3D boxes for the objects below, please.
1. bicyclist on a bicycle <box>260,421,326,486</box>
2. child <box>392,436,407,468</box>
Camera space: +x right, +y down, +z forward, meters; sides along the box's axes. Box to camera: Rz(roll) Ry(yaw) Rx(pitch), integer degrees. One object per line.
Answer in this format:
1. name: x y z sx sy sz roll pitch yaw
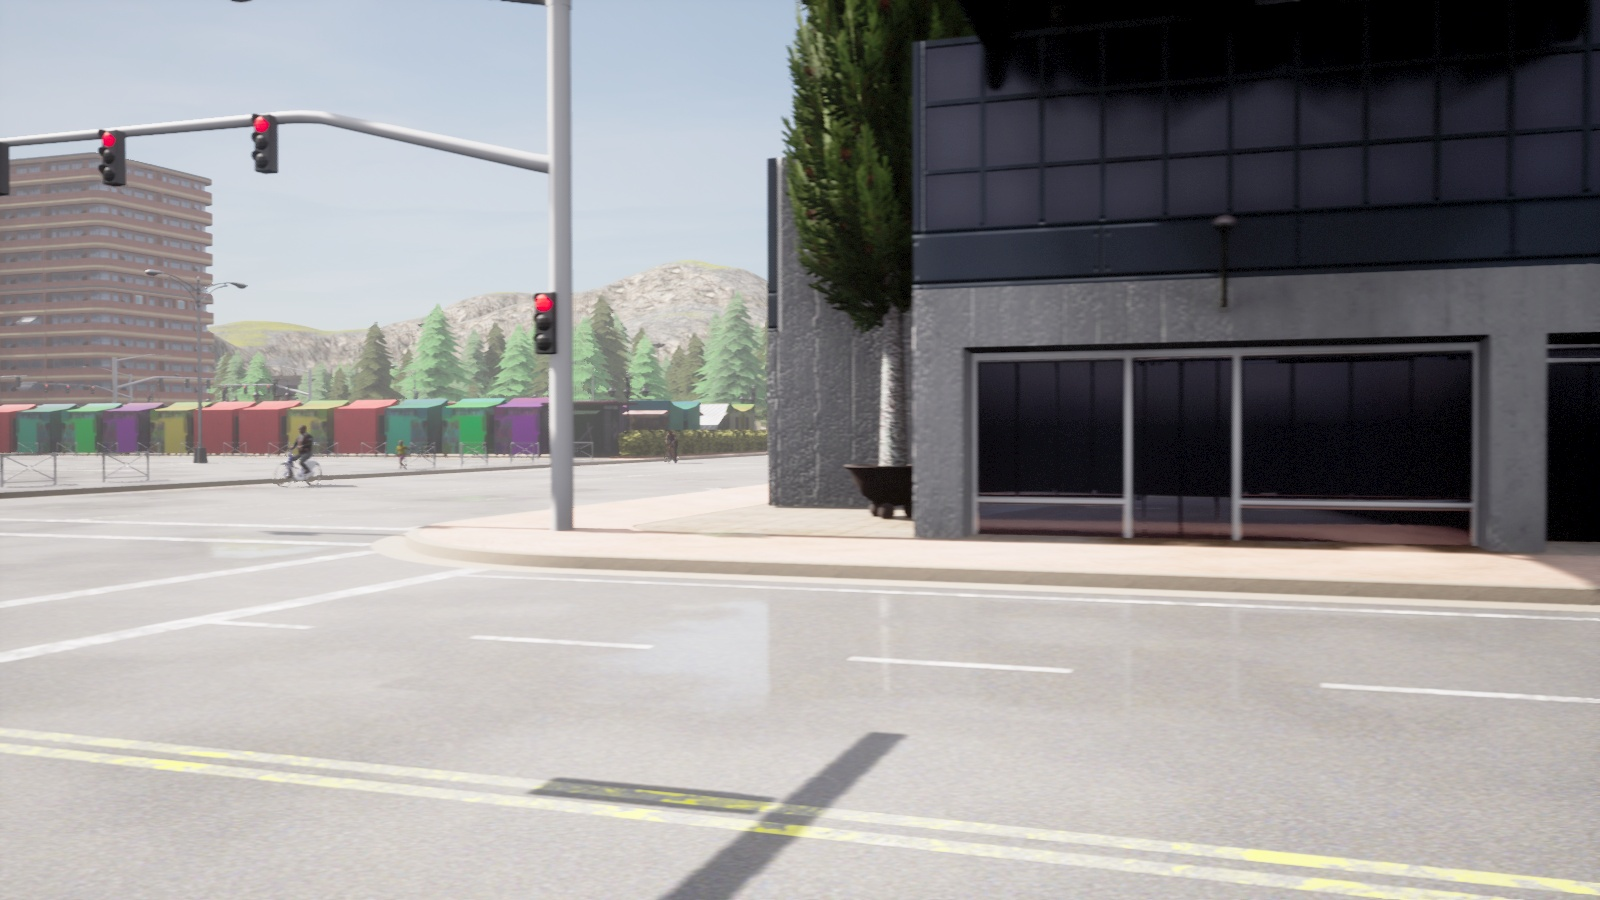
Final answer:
1. bicyclist on a bicycle: -14.214 0.073 35.240 0.659 1.776 1.843 1 1 20
2. child: -14.614 0.068 45.867 0.299 1.160 0.473 1 1 20
